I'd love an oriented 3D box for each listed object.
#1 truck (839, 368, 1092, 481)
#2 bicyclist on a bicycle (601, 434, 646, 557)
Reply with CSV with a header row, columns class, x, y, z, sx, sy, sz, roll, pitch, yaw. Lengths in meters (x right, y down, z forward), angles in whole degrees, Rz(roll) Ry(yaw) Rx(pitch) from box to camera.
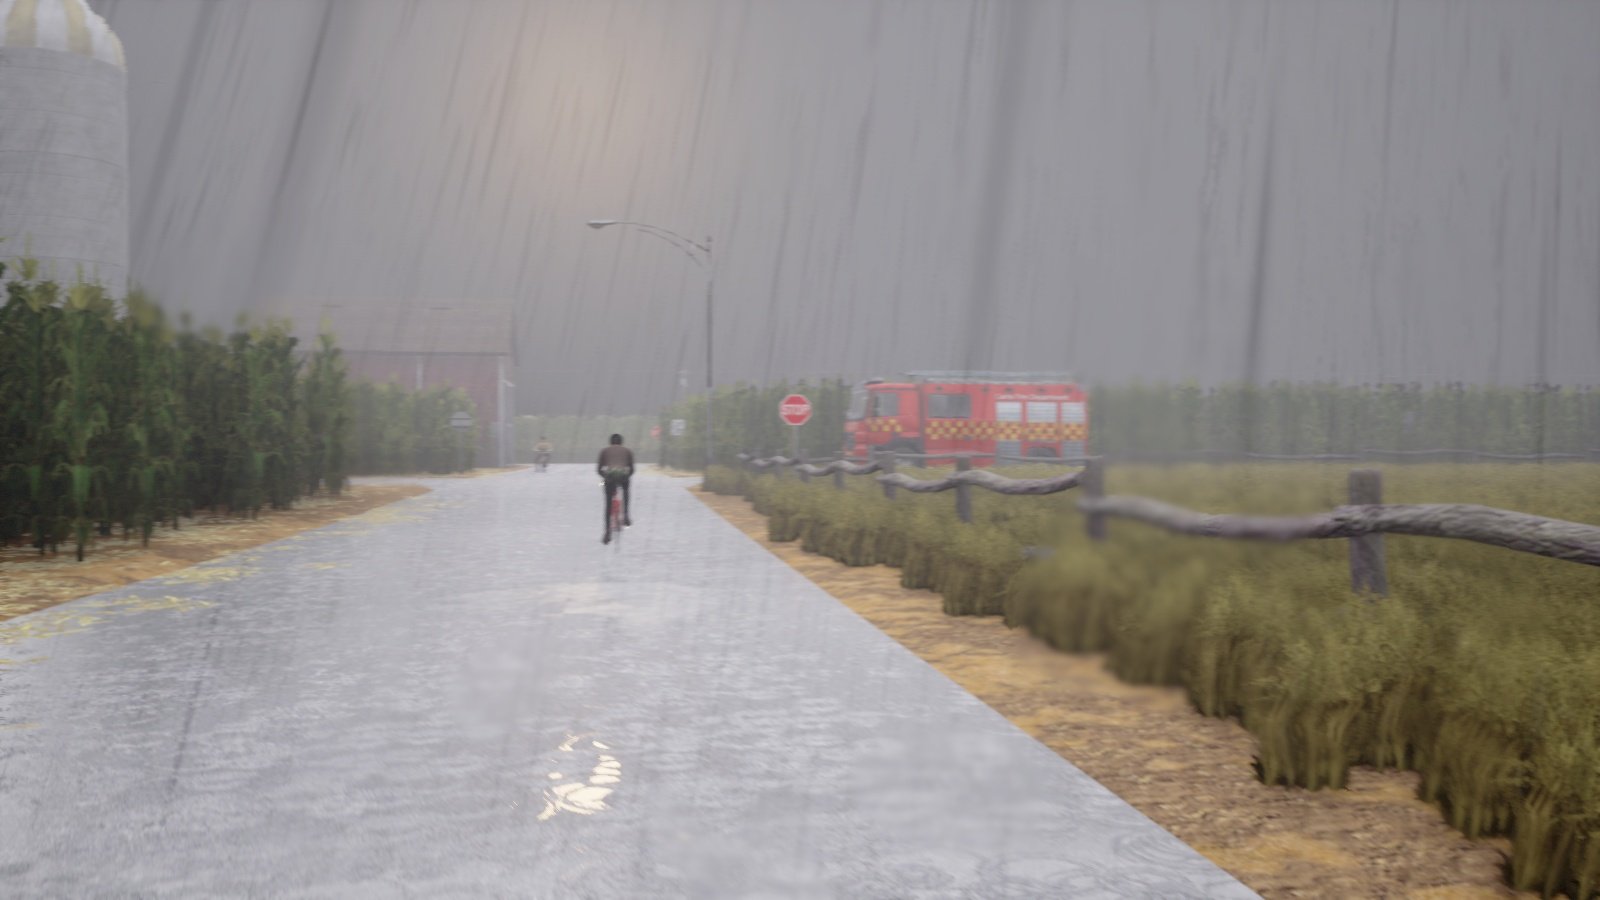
class,x,y,z,sx,sy,sz,roll,pitch,yaw
truck,5.848,-0.866,44.999,8.468,3.827,2.891,0,0,-8
bicyclist on a bicycle,-2.448,0.592,17.432,0.582,1.620,1.656,0,0,-8
